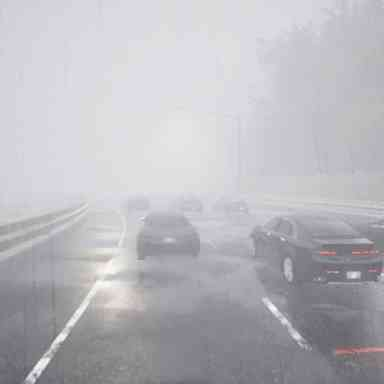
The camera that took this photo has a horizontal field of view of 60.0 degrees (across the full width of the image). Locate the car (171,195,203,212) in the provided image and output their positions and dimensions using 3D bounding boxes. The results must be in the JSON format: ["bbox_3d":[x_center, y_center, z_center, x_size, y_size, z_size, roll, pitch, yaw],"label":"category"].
[{"bbox_3d":[-0.484,1.023,27.181,2.128,1.511,4.902,0,1,-15],"label":"car"}]

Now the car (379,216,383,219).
[{"bbox_3d":[6.318,1.314,9.509,2.128,1.511,4.902,0,1,-6],"label":"car"}]

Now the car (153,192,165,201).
[{"bbox_3d":[-5.721,0.662,53.032,1.994,1.385,4.181,0,1,-20],"label":"car"}]

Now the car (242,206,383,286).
[{"bbox_3d":[2.936,1.343,8.950,1.837,1.490,4.892,0,1,-6],"label":"car"}]

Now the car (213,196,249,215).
[{"bbox_3d":[3.124,1.051,27.136,1.812,1.442,4.674,0,1,-15],"label":"car"}]

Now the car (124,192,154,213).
[{"bbox_3d":[-5.047,0.967,30.123,1.882,1.535,5.008,0,1,-18],"label":"car"}]

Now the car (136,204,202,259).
[{"bbox_3d":[-0.916,1.360,11.833,1.994,1.385,4.181,0,1,-7],"label":"car"}]
